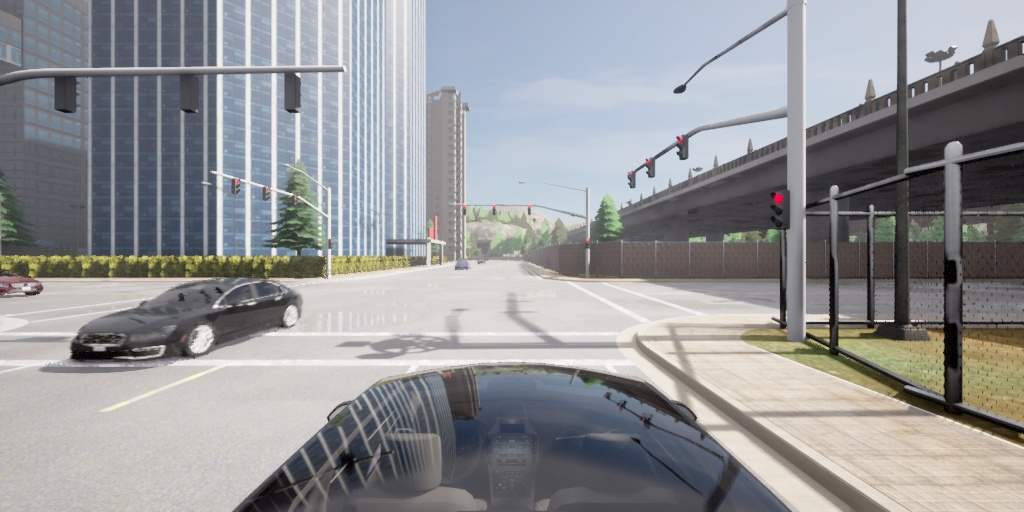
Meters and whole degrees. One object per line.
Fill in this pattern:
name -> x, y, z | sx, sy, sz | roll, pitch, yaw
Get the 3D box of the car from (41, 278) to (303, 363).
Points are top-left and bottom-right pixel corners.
car -> -7.001, 1.331, 8.512 | 1.837, 1.490, 4.892 | 0, 0, 0

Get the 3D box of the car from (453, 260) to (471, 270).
car -> -6.990, 1.326, 50.852 | 1.812, 1.442, 4.674 | 0, 1, 0

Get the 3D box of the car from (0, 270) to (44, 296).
car -> -26.243, 1.331, 17.663 | 4.674, 1.442, 1.812 | 0, 0, 0
